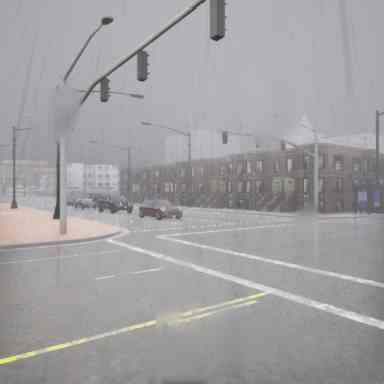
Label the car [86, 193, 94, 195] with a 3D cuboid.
[{"bbox_3d":[-15.972,1.219,53.032,2.150,2.045,5.566,0,0,-36],"label":"car"}]

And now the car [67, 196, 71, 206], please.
[{"bbox_3d":[-20.027,1.564,52.421,1.994,1.385,4.181,0,0,-35],"label":"car"}]

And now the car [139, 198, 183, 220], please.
[{"bbox_3d":[-2.720,1.352,28.259,2.097,1.767,4.553,0,0,-35],"label":"car"}]

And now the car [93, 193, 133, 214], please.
[{"bbox_3d":[-8.434,1.221,36.198,2.150,2.045,5.566,0,0,-36],"label":"car"}]

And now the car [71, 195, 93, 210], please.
[{"bbox_3d":[-14.225,1.526,44.293,1.812,1.442,4.674,0,0,-35],"label":"car"}]

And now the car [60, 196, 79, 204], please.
[{"bbox_3d":[-23.415,1.547,63.394,2.033,1.411,5.357,0,0,-36],"label":"car"}]
